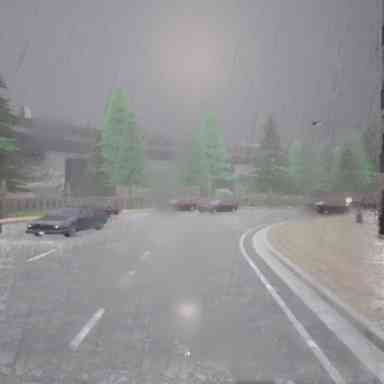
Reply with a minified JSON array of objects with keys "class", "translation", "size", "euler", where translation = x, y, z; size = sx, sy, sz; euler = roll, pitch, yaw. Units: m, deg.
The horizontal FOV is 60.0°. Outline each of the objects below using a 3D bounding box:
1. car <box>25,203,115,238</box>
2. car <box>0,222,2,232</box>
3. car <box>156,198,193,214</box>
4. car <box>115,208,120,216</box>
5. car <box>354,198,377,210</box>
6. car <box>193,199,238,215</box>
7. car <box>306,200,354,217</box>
[{"class":"car","translation":[-6.176,1.432,17.275],"size":[2.033,1.411,5.357],"euler":[1,0,10]},{"class":"car","translation":[-9.921,1.392,13.743],"size":[1.994,1.385,4.181],"euler":[1,0,5]},{"class":"car","translation":[-1.599,1.415,34.777],"size":[1.882,1.535,5.008],"euler":[1,0,40]},{"class":"car","translation":[-7.581,1.507,25.181],"size":[1.895,1.301,4.718],"euler":[1,0,22]},{"class":"car","translation":[25.869,1.621,50.389],"size":[2.097,1.767,4.553],"euler":[1,3,-4]},{"class":"car","translation":[2.767,1.491,34.596],"size":[1.882,1.535,5.008],"euler":[1,0,45]},{"class":"car","translation":[13.947,1.659,34.144],"size":[5.008,1.535,1.882],"euler":[1,-1,-29]}]
